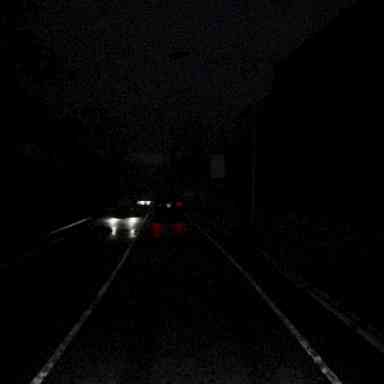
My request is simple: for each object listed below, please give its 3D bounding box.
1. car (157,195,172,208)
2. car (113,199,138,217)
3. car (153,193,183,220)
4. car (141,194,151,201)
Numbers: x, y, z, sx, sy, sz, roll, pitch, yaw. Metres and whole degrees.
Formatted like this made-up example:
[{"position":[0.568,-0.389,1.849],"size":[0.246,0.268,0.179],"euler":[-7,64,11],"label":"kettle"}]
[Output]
[{"position":[-3.736,1.267,45.127],"size":[1.801,1.575,5.366],"euler":[-1,1,-5],"label":"car"},{"position":[-5.965,1.380,30.199],"size":[1.882,1.535,5.008],"euler":[-1,0,-5],"label":"car"},{"position":[-1.976,1.097,27.298],"size":[2.150,2.045,5.566],"euler":[-1,0,-6],"label":"car"},{"position":[-9.921,1.265,72.020],"size":[2.128,1.511,4.902],"euler":[-1,0,-6],"label":"car"}]
